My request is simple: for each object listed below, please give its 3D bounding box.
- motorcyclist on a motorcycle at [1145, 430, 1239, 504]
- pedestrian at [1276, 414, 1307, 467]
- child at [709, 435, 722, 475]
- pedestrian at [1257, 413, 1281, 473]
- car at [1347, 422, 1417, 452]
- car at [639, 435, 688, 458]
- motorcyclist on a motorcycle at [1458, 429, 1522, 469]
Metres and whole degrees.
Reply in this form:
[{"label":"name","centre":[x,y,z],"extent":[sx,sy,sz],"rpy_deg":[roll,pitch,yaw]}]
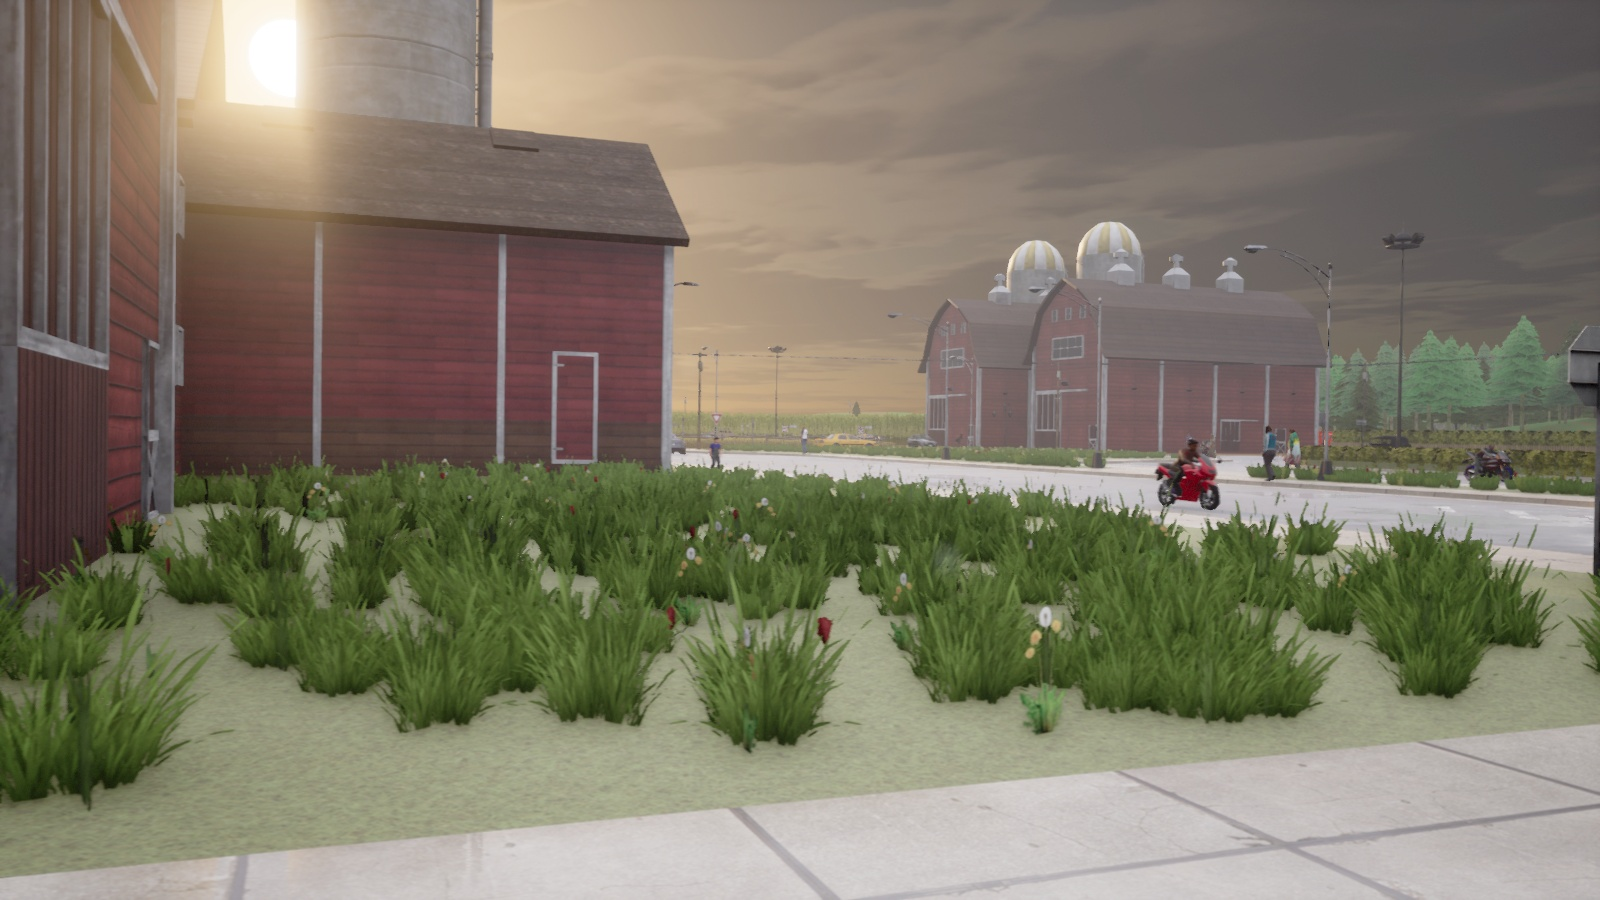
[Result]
[{"label":"motorcyclist on a motorcycle","centre":[8.392,0.336,26.974],"extent":[0.797,1.523,2.044],"rpy_deg":[-1,1,-22]},{"label":"pedestrian","centre":[18.419,-0.347,47.036],"extent":[0.659,1.952,0.873],"rpy_deg":[-1,1,-35]},{"label":"child","centre":[-2.734,0.159,40.676],"extent":[0.270,1.263,0.437],"rpy_deg":[-1,1,-26]},{"label":"pedestrian","centre":[15.319,-0.240,41.020],"extent":[0.396,1.930,0.692],"rpy_deg":[-1,1,-22]},{"label":"car","centre":[37.439,-0.821,80.858],"extent":[1.905,1.878,3.866],"rpy_deg":[-1,1,-21]},{"label":"car","centre":[-8.584,-0.229,78.805],"extent":[1.994,1.385,4.181],"rpy_deg":[-1,1,-22]},{"label":"motorcyclist on a motorcycle","centre":[27.230,-0.061,49.601],"extent":[0.866,1.530,2.191],"rpy_deg":[-1,1,-21]}]
